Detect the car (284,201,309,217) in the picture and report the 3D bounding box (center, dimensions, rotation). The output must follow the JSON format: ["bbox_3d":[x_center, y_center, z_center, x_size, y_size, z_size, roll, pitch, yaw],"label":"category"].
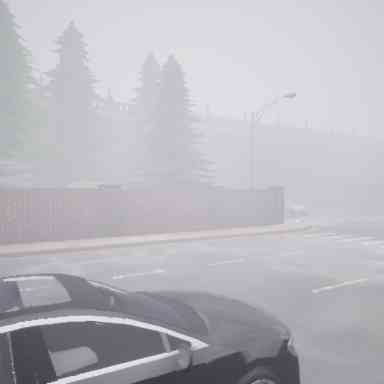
[{"bbox_3d":[9.223,1.581,32.599,1.812,1.442,4.674,0,0,-32],"label":"car"}]

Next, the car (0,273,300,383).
[{"bbox_3d":[-1.174,1.493,2.731,4.902,1.511,2.128,0,0,-34],"label":"car"}]
